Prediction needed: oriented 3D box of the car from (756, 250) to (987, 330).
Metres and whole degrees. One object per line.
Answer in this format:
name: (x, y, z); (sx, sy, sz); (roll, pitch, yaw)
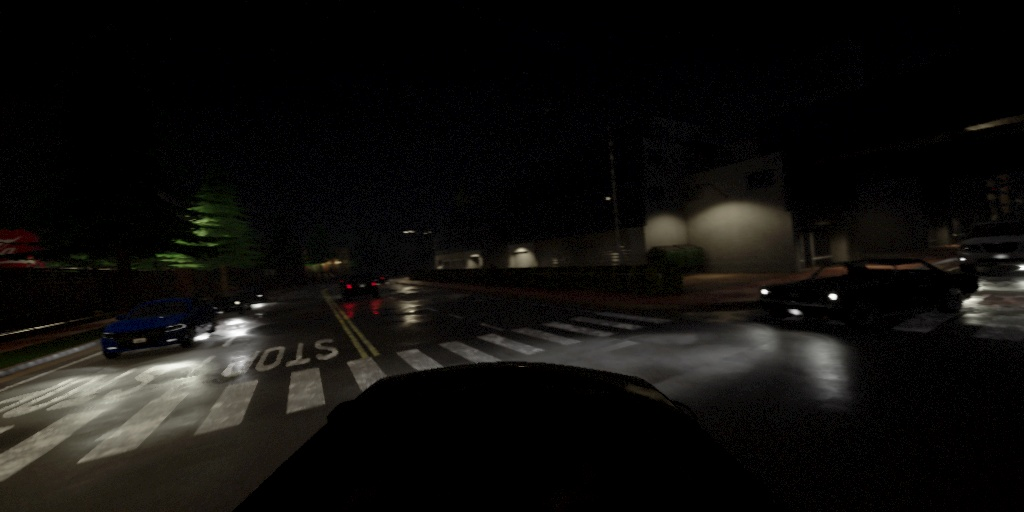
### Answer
car: (8.293, 0.761, 8.475); (4.718, 1.301, 1.895); (-4, 0, -16)

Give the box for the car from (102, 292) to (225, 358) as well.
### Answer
car: (-11.609, 2.191, 12.156); (1.882, 1.535, 5.008); (-4, 0, -29)

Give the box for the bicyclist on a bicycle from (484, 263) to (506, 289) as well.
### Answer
bicyclist on a bicycle: (-1.129, 1.288, 23.269); (1.656, 1.620, 0.582); (-3, -1, -29)

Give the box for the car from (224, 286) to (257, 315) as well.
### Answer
car: (-16.481, 2.751, 20.848); (1.895, 1.301, 4.718); (-4, 0, -29)

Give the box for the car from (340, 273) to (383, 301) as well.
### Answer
car: (-11.046, 2.119, 25.792); (2.097, 1.767, 4.553); (-4, 0, -29)

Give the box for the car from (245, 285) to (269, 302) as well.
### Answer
car: (-21.487, 3.146, 29.843); (2.033, 1.411, 5.357); (-4, 0, -29)

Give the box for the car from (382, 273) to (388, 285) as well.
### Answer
car: (-16.644, 2.889, 43.666); (1.994, 1.385, 4.181); (-4, 0, -23)

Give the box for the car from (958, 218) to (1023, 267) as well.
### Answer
car: (20.205, -0.488, 14.485); (5.566, 2.045, 2.150); (-4, -1, -30)

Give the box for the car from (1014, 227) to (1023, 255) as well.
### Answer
car: (30.853, -0.979, 20.582); (4.892, 1.490, 1.837); (-4, -1, -30)
